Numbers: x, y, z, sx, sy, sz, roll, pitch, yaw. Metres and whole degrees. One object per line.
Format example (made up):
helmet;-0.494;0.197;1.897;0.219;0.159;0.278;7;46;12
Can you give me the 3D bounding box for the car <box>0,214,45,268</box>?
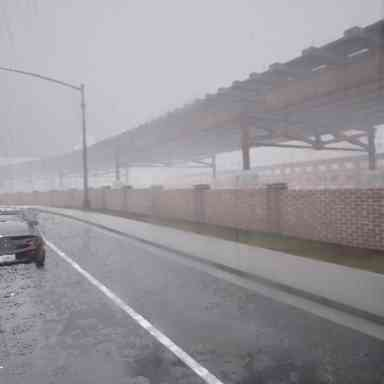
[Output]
car;-5.578;1.367;9.811;1.812;1.442;4.674;-2;2;-32
